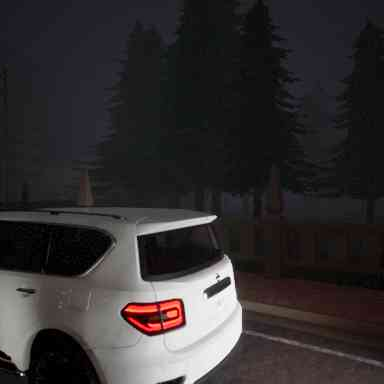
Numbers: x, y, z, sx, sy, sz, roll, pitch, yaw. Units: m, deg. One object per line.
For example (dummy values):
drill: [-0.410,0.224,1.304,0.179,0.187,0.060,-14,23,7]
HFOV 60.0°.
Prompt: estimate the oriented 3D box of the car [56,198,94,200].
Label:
car: [-13.997,1.618,40.576,1.994,1.385,4.181,0,0,22]

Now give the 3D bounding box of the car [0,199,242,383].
car: [-2.076,1.221,4.723,5.566,2.045,2.150,0,0,29]

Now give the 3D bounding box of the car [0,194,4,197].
car: [-23.295,1.276,36.662,2.150,2.045,5.566,0,0,22]

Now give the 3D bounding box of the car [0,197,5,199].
car: [-19.907,1.580,35.693,1.812,1.442,4.674,0,0,22]
